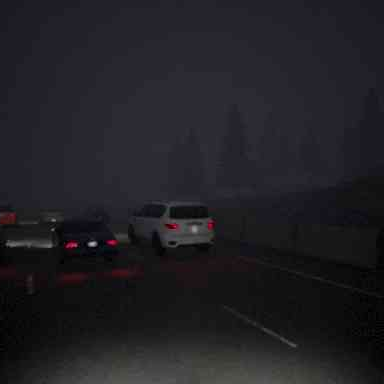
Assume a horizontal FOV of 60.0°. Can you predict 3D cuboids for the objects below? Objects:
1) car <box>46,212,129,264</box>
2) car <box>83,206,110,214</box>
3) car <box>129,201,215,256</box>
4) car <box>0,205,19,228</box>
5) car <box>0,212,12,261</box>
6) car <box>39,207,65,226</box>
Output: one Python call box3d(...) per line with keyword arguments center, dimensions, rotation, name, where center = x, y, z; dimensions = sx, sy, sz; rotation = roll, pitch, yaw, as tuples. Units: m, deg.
box3d(center=(-4.187, 1.702, 12.593), dimensions=(2.033, 1.411, 5.357), rotation=(0, -1, -26), name="car")
box3d(center=(-8.358, 1.980, 28.877), dimensions=(1.812, 1.442, 4.674), rotation=(0, -1, -26), name="car")
box3d(center=(-1.083, 1.401, 14.219), dimensions=(2.150, 2.045, 5.566), rotation=(0, -1, -26), name="car")
box3d(center=(-14.398, 1.754, 25.297), dimensions=(2.097, 1.767, 4.553), rotation=(0, -1, -26), name="car")
box3d(center=(-7.935, 1.679, 12.302), dimensions=(1.812, 1.442, 4.674), rotation=(0, -1, -26), name="car")
box3d(center=(-11.490, 1.959, 27.315), dimensions=(1.812, 1.442, 4.674), rotation=(0, -1, -26), name="car")
